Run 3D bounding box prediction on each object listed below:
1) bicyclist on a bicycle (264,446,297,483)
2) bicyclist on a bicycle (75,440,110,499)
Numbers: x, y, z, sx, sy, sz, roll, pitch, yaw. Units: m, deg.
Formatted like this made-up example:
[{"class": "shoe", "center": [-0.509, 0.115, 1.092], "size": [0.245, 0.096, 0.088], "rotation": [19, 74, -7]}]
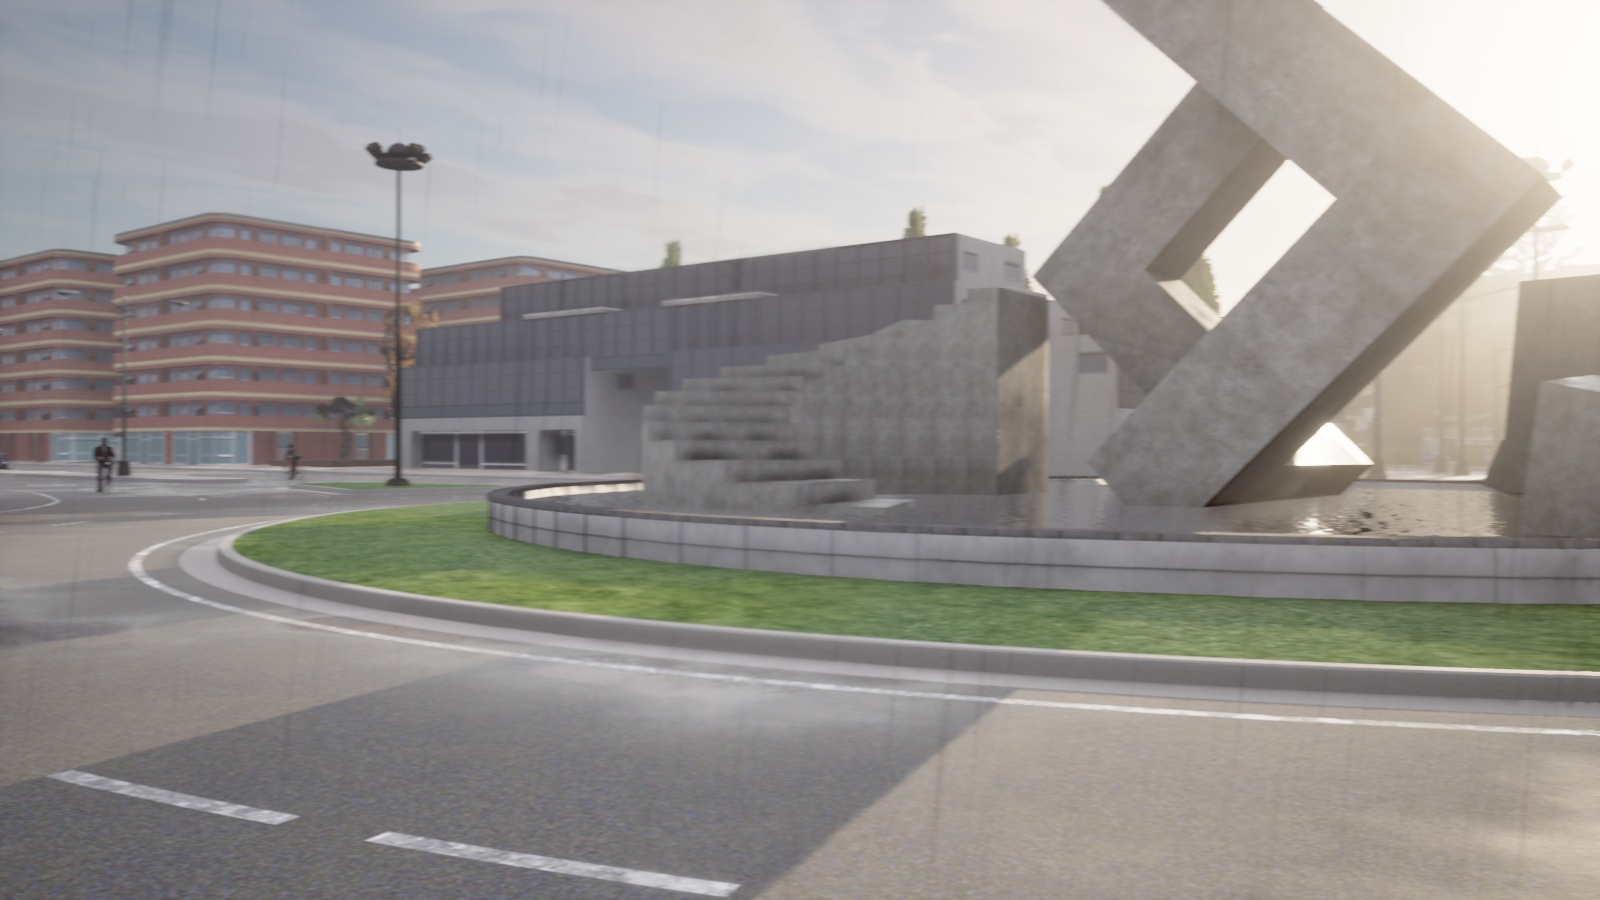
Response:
[{"class": "bicyclist on a bicycle", "center": [-23.106, 0.653, 55.852], "size": [1.656, 1.620, 0.582], "rotation": [0, 0, 37]}, {"class": "bicyclist on a bicycle", "center": [-21.656, 0.586, 38.436], "size": [0.659, 1.776, 1.843], "rotation": [0, 0, -38]}]
